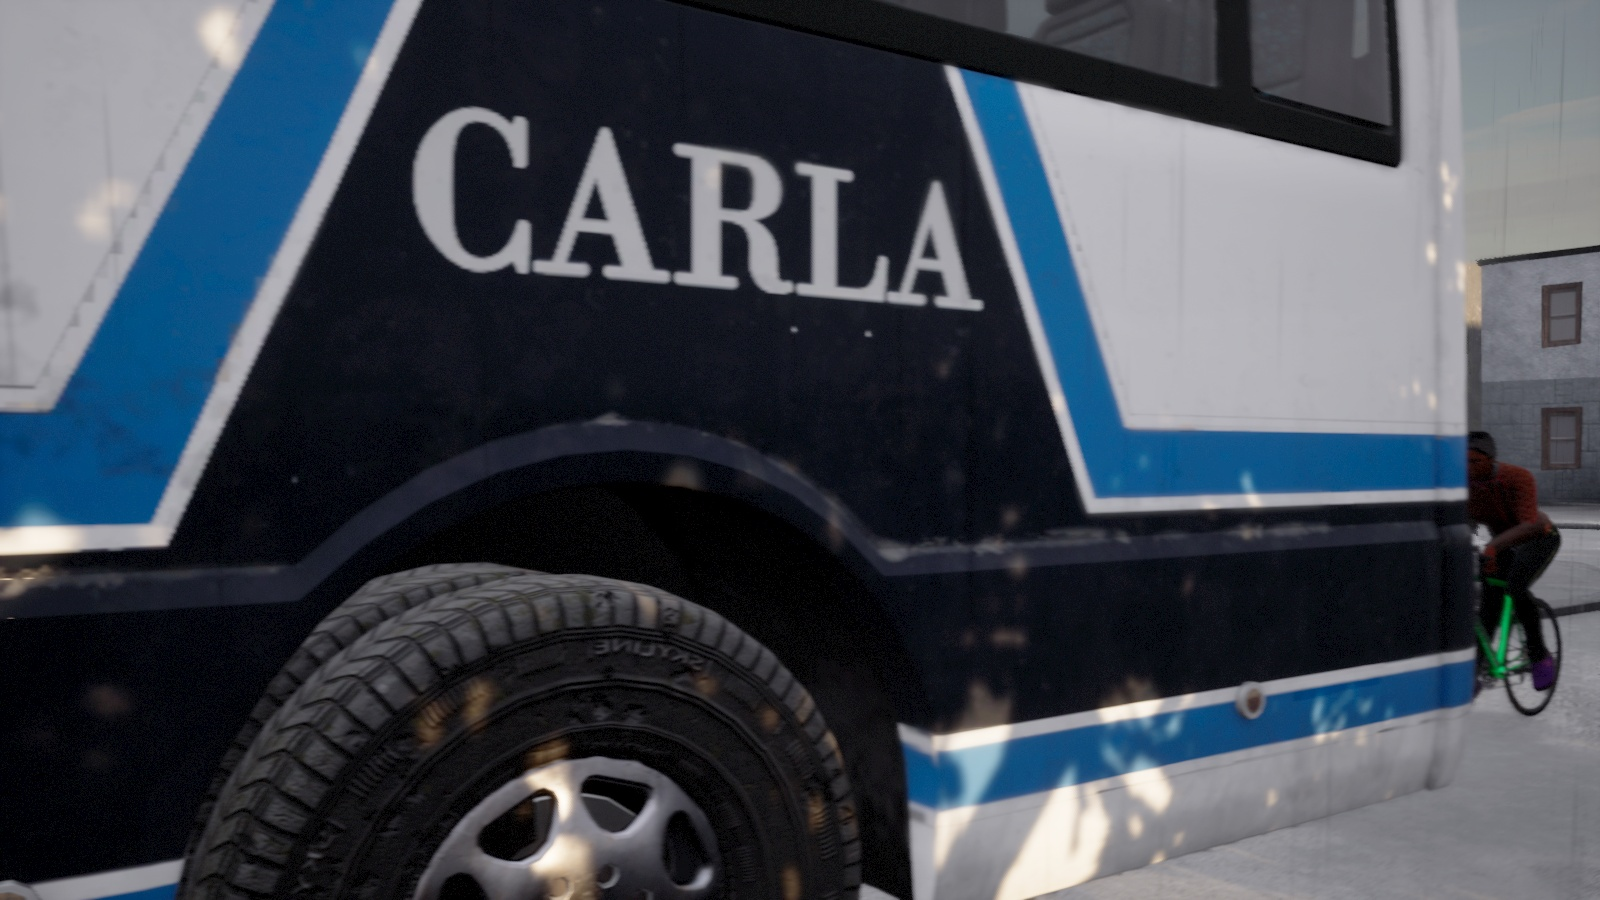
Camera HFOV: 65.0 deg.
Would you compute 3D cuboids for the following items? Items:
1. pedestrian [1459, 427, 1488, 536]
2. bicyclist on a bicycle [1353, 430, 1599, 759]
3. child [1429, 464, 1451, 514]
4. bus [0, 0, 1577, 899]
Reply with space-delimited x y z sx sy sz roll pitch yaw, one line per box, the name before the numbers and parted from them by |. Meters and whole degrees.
pedestrian | 12.128 0.561 22.621 0.395 1.930 0.692 0 0 33
bicyclist on a bicycle | 3.776 0.706 6.886 1.656 1.620 0.582 0 0 -35
child | 14.326 0.870 28.109 0.255 1.110 0.394 0 0 -11
bus | -3.388 -0.620 1.944 10.273 4.253 3.944 0 0 -34
